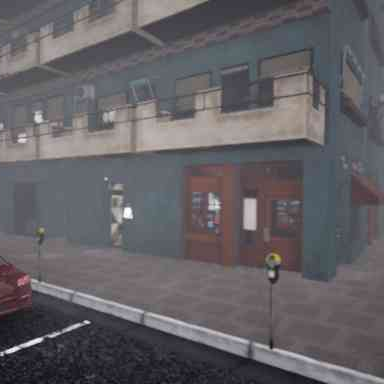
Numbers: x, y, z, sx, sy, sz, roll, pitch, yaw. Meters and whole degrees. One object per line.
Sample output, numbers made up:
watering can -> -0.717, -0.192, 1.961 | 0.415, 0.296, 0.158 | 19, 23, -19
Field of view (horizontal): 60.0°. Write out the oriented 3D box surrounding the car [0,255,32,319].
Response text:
car -> -4.589, 1.580, 6.131 | 4.206, 1.307, 1.802 | 0, 1, 35
